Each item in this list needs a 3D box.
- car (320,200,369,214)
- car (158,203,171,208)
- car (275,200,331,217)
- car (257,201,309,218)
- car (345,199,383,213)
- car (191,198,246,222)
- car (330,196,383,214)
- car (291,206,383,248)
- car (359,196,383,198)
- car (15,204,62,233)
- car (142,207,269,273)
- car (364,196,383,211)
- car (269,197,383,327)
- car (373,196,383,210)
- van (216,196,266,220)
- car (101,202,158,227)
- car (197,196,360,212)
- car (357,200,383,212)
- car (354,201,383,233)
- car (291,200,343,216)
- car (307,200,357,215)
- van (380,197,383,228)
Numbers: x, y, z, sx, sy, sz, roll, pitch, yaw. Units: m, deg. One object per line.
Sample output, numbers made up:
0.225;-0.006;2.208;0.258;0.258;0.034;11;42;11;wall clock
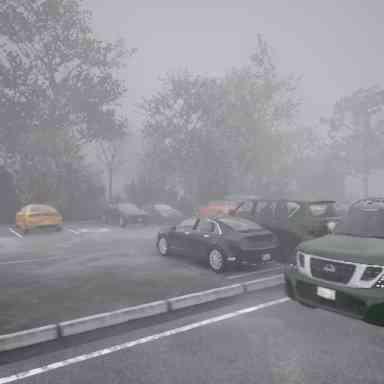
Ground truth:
17.941;1.738;39.325;2.163;1.488;4.792;1;0;-36;car
-2.446;1.537;24.749;2.002;1.452;4.674;0;0;-35;car
11.266;1.629;34.294;1.946;1.575;5.366;1;0;-36;car
8.892;1.647;32.825;2.002;1.452;4.674;1;0;-36;car
22.493;1.765;42.535;2.097;1.535;5.008;1;0;-36;car
2.110;1.409;27.953;2.185;1.767;4.553;1;0;-35;car
20.240;1.484;40.898;2.435;2.045;5.566;1;0;-36;car
7.426;1.514;15.726;2.231;1.521;4.892;1;0;-35;car
9.699;1.283;17.373;2.435;2.045;5.566;1;0;-35;car
-9.249;1.465;19.899;2.097;1.535;5.008;0;0;-35;car
0.585;1.474;10.843;2.231;1.521;4.892;0;0;-35;car
27.039;1.576;45.754;2.435;2.045;5.566;1;-1;-36;car
4.331;1.220;6.769;5.566;2.045;2.150;0;0;-35;car
29.205;1.609;47.302;2.435;2.045;5.566;1;-1;-36;car
4.289;1.331;29.687;1.878;1.987;4.442;1;0;-35;van
-4.718;1.482;23.136;2.097;1.535;5.008;0;0;-35;car
2.848;1.232;12.495;2.435;2.045;5.566;0;0;-35;car
24.656;1.833;44.084;2.002;1.452;4.674;1;0;-36;car
12.014;1.431;18.949;2.185;1.767;4.553;1;0;-36;car
13.429;1.658;36.060;2.097;1.535;5.008;1;0;-36;car
15.708;1.713;37.659;2.163;1.488;4.792;1;0;-36;car
14.346;1.356;20.509;1.878;1.987;4.442;1;0;-36;van
